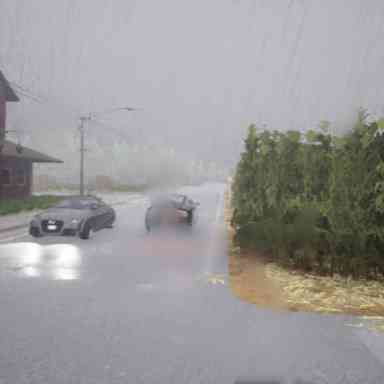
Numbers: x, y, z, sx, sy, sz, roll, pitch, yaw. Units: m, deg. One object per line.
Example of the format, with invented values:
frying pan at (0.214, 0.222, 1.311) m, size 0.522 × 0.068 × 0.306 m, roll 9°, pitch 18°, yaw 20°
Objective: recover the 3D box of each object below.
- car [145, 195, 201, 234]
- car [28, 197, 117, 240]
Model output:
car at (-0.737, 0.865, 14.709) m, size 2.128 × 1.511 × 4.902 m, roll 2°, pitch 2°, yaw 5°
car at (-4.449, 0.920, 13.015) m, size 1.994 × 1.385 × 4.181 m, roll 2°, pitch 2°, yaw 6°
